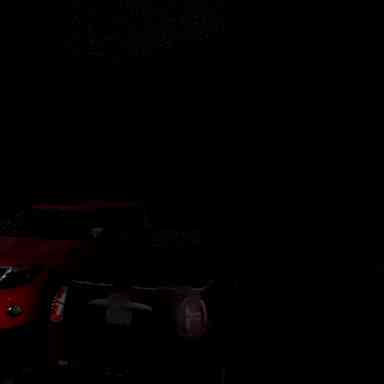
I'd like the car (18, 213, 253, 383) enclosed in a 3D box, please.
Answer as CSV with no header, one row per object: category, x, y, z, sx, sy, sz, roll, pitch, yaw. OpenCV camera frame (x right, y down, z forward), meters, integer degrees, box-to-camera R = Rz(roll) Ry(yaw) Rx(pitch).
car,-0.196,1.353,5.522,2.185,1.767,4.553,0,-1,16

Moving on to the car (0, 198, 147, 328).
car,-2.629,1.223,7.270,2.435,2.045,5.566,1,-1,15

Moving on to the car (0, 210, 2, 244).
car,-9.984,1.492,12.496,2.163,1.488,4.792,1,-1,15
